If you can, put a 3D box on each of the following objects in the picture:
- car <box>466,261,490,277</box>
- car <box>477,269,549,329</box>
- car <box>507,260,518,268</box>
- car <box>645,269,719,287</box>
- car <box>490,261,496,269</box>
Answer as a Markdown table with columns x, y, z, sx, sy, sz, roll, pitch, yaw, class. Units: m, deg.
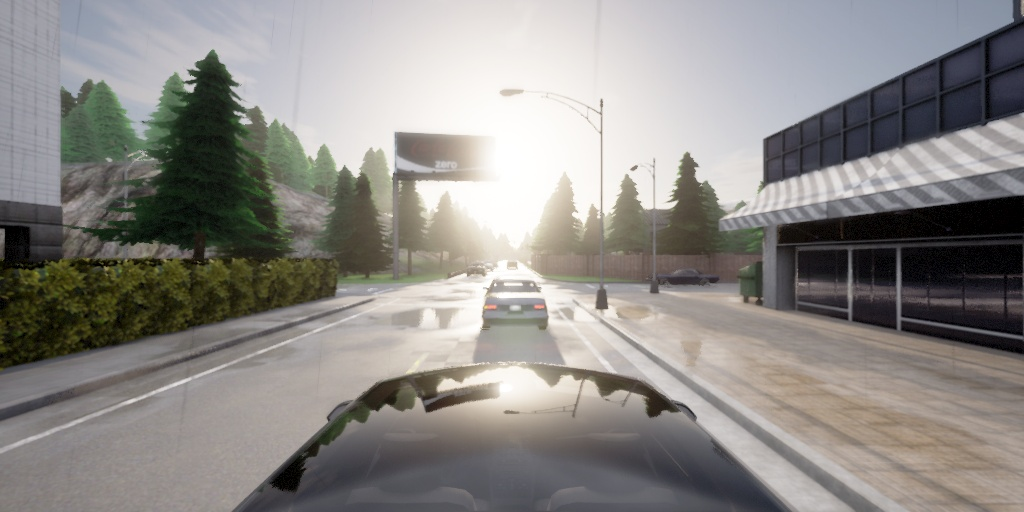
| x | y | z | sx | sy | sz | roll | pitch | yaw | class |
| --- | --- | --- | --- | --- | --- | --- | --- | --- | --- |
| -3.643 | 1.339 | 37.739 | 1.837 | 1.490 | 4.892 | 0 | 0 | 0 | car |
| 0.028 | 1.320 | 11.286 | 2.033 | 1.411 | 5.357 | 0 | 0 | -1 | car |
| 0.021 | 1.373 | 63.693 | 1.882 | 1.535 | 5.008 | 0 | 0 | 0 | car |
| 12.380 | 1.585 | 26.377 | 4.718 | 1.301 | 1.895 | 0 | 0 | 1 | car |
| -3.654 | 1.391 | 51.085 | 1.812 | 1.442 | 4.674 | 0 | 0 | 0 | car |
